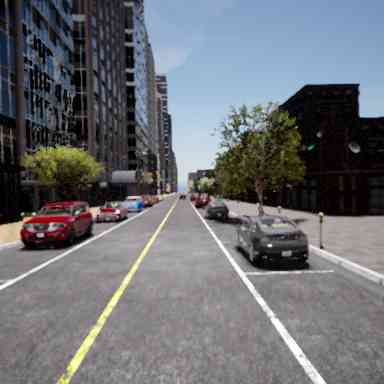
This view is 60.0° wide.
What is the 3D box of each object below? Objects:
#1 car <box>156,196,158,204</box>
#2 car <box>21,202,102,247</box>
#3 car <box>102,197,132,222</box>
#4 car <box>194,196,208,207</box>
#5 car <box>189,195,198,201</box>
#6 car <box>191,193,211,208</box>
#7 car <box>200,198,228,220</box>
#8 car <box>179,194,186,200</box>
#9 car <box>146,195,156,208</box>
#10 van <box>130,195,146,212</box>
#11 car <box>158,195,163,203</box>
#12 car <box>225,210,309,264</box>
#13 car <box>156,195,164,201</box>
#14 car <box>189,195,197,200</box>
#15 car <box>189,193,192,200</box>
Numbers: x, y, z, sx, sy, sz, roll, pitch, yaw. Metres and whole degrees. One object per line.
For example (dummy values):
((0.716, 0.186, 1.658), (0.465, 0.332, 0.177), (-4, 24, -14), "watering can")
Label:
((-7.200, 1.579, 55.228), (1.752, 1.417, 4.829), (-2, 0, -2), "car")
((-6.202, 1.424, 15.939), (2.192, 1.841, 5.009), (-2, 0, -2), "car")
((-6.419, 1.533, 27.007), (1.967, 1.590, 4.097), (-2, 0, -2), "car")
((1.321, 1.387, 50.261), (1.752, 1.417, 4.829), (-2, 0, -2), "car")
((0.391, 1.382, 83.285), (1.947, 1.339, 4.313), (-2, 0, -2), "car")
((1.474, 1.185, 44.558), (2.192, 1.841, 5.009), (-2, 0, -2), "car")
((1.984, 1.444, 27.227), (2.008, 1.369, 4.403), (-2, 0, -2), "car")
((-2.479, 1.356, 89.992), (1.837, 1.490, 4.892), (-1, 0, -2), "car")
((-7.057, 1.376, 49.865), (2.192, 1.841, 5.009), (-2, 0, -2), "car")
((-6.744, 1.417, 38.800), (1.690, 1.788, 3.998), (-2, 0, -2), "van")
((-7.516, 1.583, 66.463), (1.887, 1.381, 4.507), (-2, 0, -2), "car")
((2.549, 1.462, 11.369), (2.008, 1.369, 4.403), (-2, 0, -2), "car")
((-7.981, 1.541, 82.891), (1.752, 1.417, 4.829), (-2, 0, -2), "car")
((0.236, 1.391, 88.817), (1.802, 1.307, 4.206), (-2, 0, -2), "car")
((0.693, 1.147, 72.220), (2.192, 1.841, 5.009), (-2, 0, -2), "car")
